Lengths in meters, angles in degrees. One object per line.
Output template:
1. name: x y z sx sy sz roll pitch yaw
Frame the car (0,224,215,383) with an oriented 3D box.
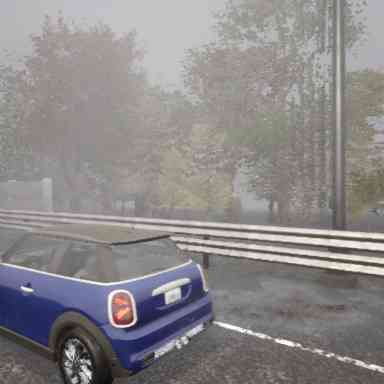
1. car: -1.967 1.309 5.367 4.553 1.767 2.097 0 0 35
